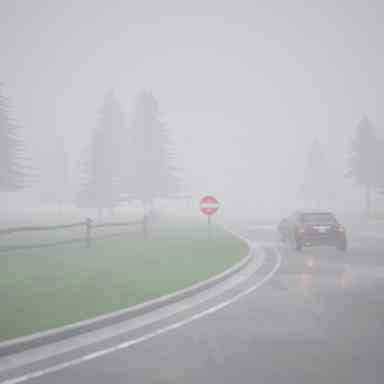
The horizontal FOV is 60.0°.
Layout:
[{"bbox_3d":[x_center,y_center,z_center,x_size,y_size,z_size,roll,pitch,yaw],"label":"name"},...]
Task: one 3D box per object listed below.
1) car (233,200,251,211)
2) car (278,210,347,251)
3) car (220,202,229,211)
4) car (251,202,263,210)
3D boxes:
[{"bbox_3d":[9.725,2.673,67.249,2.150,2.045,5.566,-1,-1,-3],"label":"car"},{"bbox_3d":[5.469,1.648,15.745,2.097,1.767,4.553,-1,-1,4],"label":"car"},{"bbox_3d":[6.221,2.985,67.294,1.882,1.535,5.008,-1,-1,-3],"label":"car"},{"bbox_3d":[13.156,2.782,68.597,2.097,1.767,4.553,-1,-1,-3],"label":"car"}]
